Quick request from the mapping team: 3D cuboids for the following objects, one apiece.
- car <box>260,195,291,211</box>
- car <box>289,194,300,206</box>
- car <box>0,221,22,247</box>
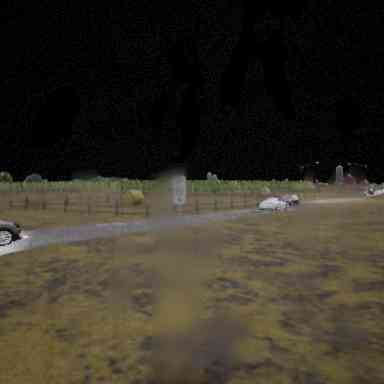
[{"bbox_3d":[9.173,1.396,37.429,1.812,1.442,4.674,-1,-1,35],"label":"car"},{"bbox_3d":[14.404,1.176,49.572,2.097,1.767,4.553,-1,0,35],"label":"car"},{"bbox_3d":[-8.795,1.452,12.074,1.837,1.490,4.892,-2,0,35],"label":"car"}]
